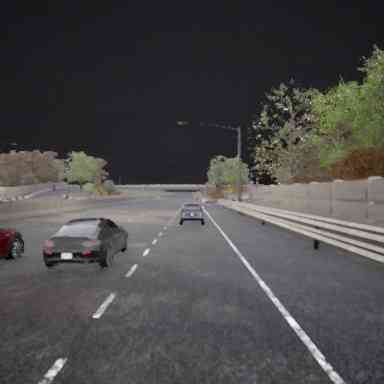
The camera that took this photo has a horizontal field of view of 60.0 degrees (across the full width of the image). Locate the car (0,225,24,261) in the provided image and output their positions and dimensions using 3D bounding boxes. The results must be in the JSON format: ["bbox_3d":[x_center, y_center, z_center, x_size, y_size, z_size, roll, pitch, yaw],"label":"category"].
[{"bbox_3d":[-6.899,1.399,9.741,2.097,1.767,4.553,0,0,0],"label":"car"}]

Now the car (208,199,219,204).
[{"bbox_3d":[5.354,2.395,84.196,1.994,1.385,4.181,0,-2,20],"label":"car"}]

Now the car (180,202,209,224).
[{"bbox_3d":[0.007,1.686,26.128,2.033,1.411,5.357,0,0,0],"label":"car"}]

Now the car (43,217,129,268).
[{"bbox_3d":[-3.399,1.581,11.329,1.812,1.442,4.674,0,0,0],"label":"car"}]
